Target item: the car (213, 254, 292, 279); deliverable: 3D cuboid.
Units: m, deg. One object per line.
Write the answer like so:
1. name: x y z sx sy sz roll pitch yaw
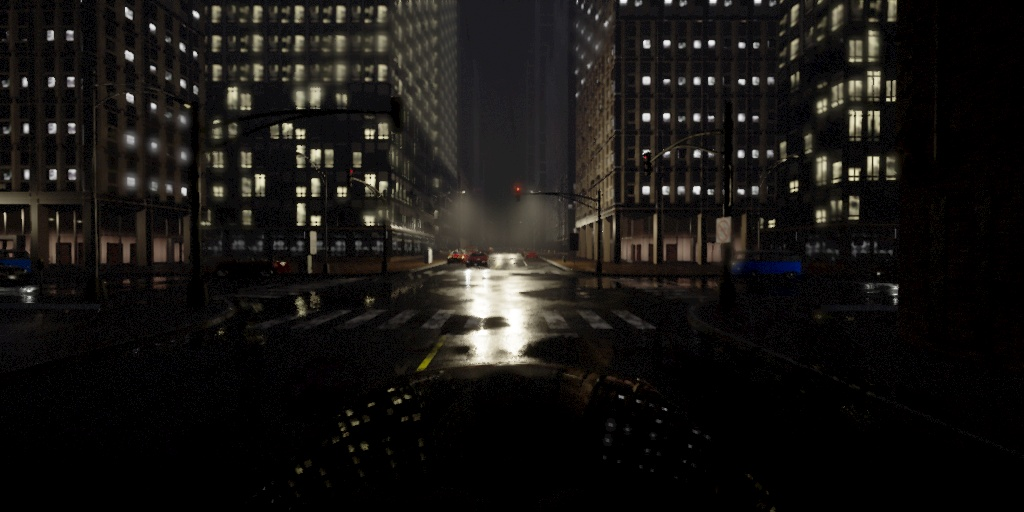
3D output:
1. car: -16.500 0.599 22.834 4.097 1.591 1.967 0 0 0

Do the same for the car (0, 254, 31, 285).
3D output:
1. car: -26.067 0.737 17.055 4.674 1.442 1.812 0 1 0

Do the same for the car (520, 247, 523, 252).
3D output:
1. car: 2.669 -0.530 60.796 1.751 1.417 4.829 0 0 0

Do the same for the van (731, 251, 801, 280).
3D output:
1. van: 15.973 0.557 22.774 3.998 1.789 1.690 0 0 0

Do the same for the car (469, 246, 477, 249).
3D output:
1. car: -5.708 -0.397 49.411 2.192 1.841 5.009 0 0 0

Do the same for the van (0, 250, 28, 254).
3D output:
1. van: -33.446 0.475 22.864 3.998 1.789 1.690 0 0 0

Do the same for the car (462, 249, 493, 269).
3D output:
1. car: -3.011 0.355 32.003 1.812 1.442 4.674 0 2 0

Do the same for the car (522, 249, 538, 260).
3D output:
1. car: 2.673 -0.132 49.475 1.802 1.307 4.207 0 0 0

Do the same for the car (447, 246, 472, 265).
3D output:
1. car: -5.704 0.069 38.265 1.967 1.591 4.097 0 0 0

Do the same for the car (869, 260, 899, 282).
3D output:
1. car: 23.055 0.765 20.162 4.892 1.490 1.837 0 1 0
